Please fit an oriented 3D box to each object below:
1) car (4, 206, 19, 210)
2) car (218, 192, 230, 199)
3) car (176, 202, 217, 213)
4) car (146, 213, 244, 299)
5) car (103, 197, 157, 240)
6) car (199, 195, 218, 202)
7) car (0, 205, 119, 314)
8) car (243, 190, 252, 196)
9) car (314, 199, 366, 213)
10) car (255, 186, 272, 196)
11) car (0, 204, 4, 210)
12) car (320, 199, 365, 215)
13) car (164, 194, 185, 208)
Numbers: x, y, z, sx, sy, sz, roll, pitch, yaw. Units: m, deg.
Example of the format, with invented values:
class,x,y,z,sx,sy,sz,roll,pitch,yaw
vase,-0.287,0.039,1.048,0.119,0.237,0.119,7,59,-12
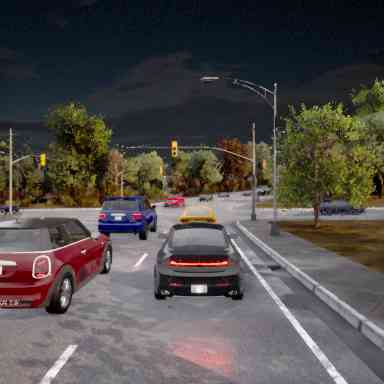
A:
class,x,y,z,sx,sy,sz,roll,pitch,yaw
car,-21.174,1.827,35.662,4.718,1.301,1.895,-1,0,3
car,7.434,0.772,78.765,1.994,1.385,4.181,0,3,26
car,0.348,1.518,17.846,1.882,1.535,5.008,0,0,2
car,0.154,1.517,8.467,1.837,1.490,4.892,0,0,1
car,-3.181,1.260,17.364,2.150,2.045,5.566,0,0,2
car,3.037,1.288,69.378,2.033,1.411,5.357,0,2,21
car,-3.353,1.363,7.801,2.097,1.767,4.553,0,0,1
car,14.627,0.267,84.324,1.994,1.385,4.181,0,3,33
car,16.385,1.534,37.011,4.902,1.511,2.128,-1,0,4
car,17.947,0.150,83.044,1.882,1.535,5.008,0,3,33
car,-21.519,1.709,32.172,4.902,1.511,2.128,-1,0,4
car,14.823,1.575,33.397,4.674,1.442,1.812,-1,0,4
car,-2.647,1.361,51.664,2.150,2.045,5.566,0,0,13
